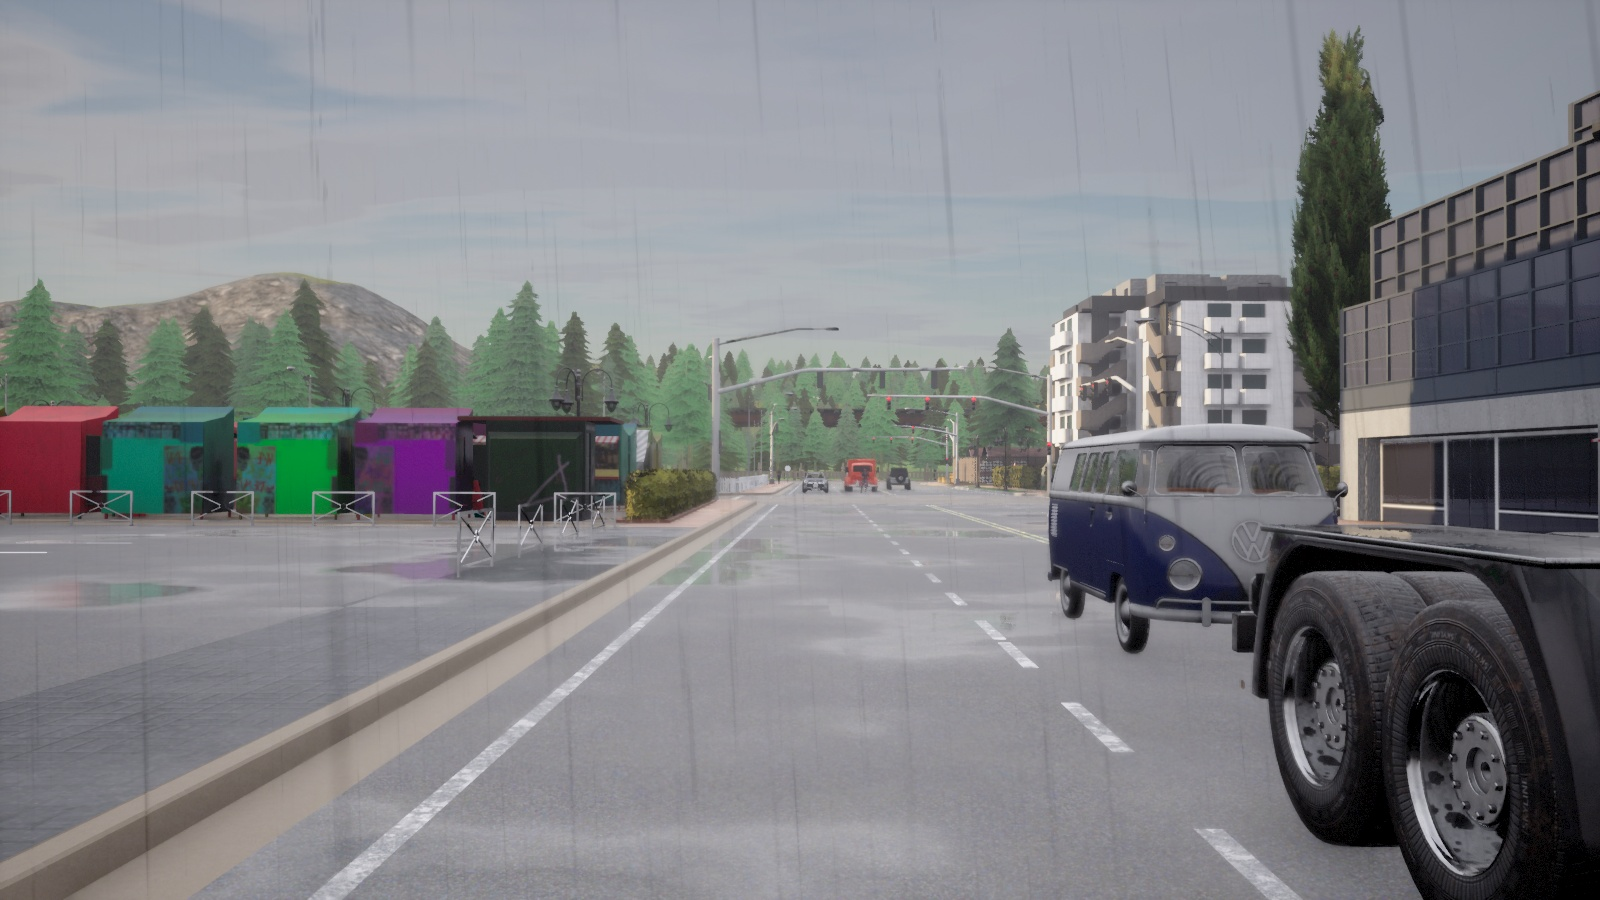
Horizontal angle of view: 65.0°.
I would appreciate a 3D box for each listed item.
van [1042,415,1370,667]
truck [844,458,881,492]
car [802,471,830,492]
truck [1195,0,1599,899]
[{"bbox_3d":[3.632,0.756,12.149,1.775,1.987,4.442,0,-1,1],"label":"van"},{"bbox_3d":[4.707,1.910,95.614,2.627,2.467,5.204,0,-1,1],"label":"truck"},{"bbox_3d":[1.145,2.303,91.206,1.970,1.475,3.806,0,-1,1],"label":"car"},{"bbox_3d":[3.522,-0.137,2.678,2.891,3.462,7.936,0,-1,1],"label":"truck"}]
